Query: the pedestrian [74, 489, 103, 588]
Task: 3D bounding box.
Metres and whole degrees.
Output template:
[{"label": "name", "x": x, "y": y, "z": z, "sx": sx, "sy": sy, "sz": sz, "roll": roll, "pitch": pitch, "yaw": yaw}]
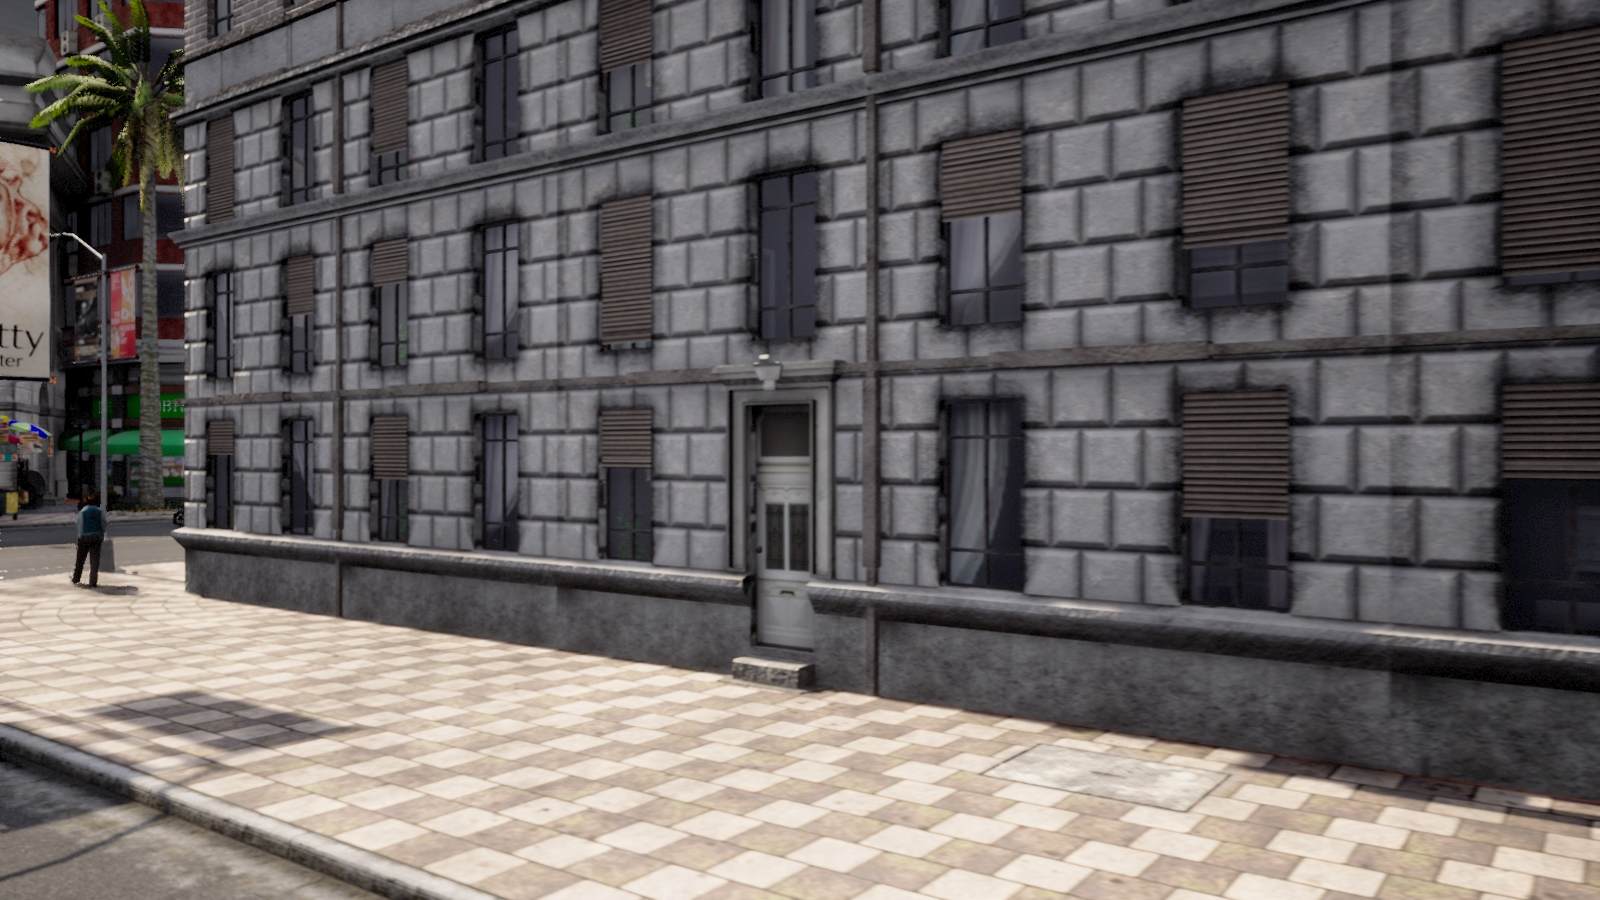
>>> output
[{"label": "pedestrian", "x": -13.662, "y": 1.696, "z": 21.931, "sx": 0.375, "sy": 1.860, "sz": 0.375, "roll": 0, "pitch": 0, "yaw": 39}]
